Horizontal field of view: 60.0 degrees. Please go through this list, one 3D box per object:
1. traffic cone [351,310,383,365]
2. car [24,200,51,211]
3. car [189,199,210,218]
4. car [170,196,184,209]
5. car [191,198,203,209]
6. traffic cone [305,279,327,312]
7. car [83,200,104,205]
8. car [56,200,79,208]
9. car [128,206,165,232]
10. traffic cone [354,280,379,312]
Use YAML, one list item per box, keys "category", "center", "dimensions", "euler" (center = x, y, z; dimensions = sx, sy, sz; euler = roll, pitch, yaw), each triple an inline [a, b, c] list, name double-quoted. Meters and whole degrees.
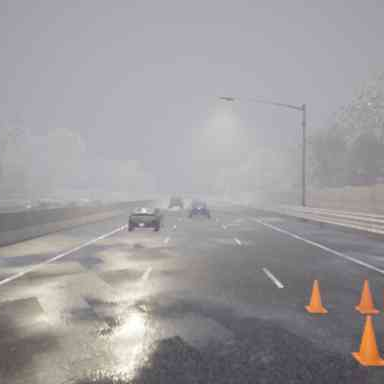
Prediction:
- category: "traffic cone"
  center: [2.445, 2.018, 4.601]
  dimensions: [0.340, 0.580, 0.340]
  euler: [0, -1, 0]
- category: "car"
  center: [-20.369, 1.755, 44.031]
  dimensions: [2.128, 1.511, 4.902]
  euler: [0, -1, 1]
- category: "car"
  center: [0.734, 1.694, 34.842]
  dimensions: [2.097, 1.767, 4.553]
  euler: [0, -1, 0]
- category: "car"
  center: [-2.621, 1.767, 56.958]
  dimensions: [2.150, 2.045, 5.566]
  euler: [0, 0, 0]
- category: "car"
  center: [0.892, 1.948, 58.974]
  dimensions: [2.097, 1.767, 4.553]
  euler: [0, -1, 0]
- category: "traffic cone"
  center: [2.458, 2.036, 6.601]
  dimensions: [0.340, 0.580, 0.340]
  euler: [0, -1, 0]
- category: "car"
  center: [-13.363, 1.813, 45.500]
  dimensions: [1.882, 1.535, 5.008]
  euler: [0, -1, 1]
- category: "car"
  center: [-16.860, 1.832, 45.438]
  dimensions: [1.812, 1.442, 4.674]
  euler: [0, -1, 1]
- category: "car"
  center: [-2.854, 1.670, 21.516]
  dimensions: [2.128, 1.511, 4.902]
  euler: [0, -1, 0]
- category: "traffic cone"
  center: [3.458, 2.044, 6.595]
  dimensions: [0.340, 0.580, 0.340]
  euler: [0, -1, 0]
